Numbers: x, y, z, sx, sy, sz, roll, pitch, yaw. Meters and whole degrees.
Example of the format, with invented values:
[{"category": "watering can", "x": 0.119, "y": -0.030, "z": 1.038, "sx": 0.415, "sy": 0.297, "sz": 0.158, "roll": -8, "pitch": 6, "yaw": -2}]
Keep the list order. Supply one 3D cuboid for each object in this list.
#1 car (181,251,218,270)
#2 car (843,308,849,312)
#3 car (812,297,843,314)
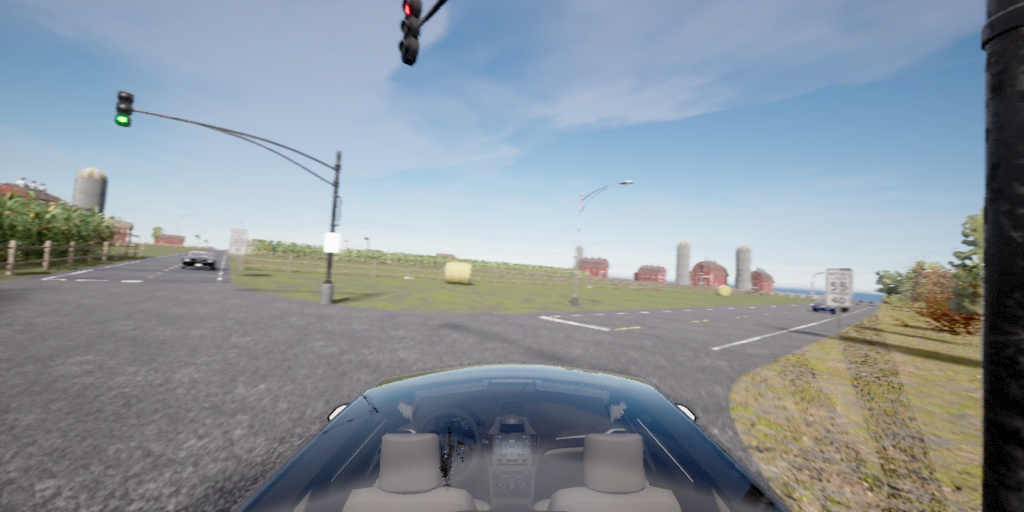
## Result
[{"category": "car", "x": -23.274, "y": 0.300, "z": 26.856, "sx": 1.895, "sy": 1.301, "sz": 4.718, "roll": 6, "pitch": -2, "yaw": -38}, {"category": "car", "x": 40.679, "y": 5.834, "z": 45.060, "sx": 5.566, "sy": 2.045, "sz": 2.150, "roll": 7, "pitch": -4, "yaw": -43}, {"category": "car", "x": 33.400, "y": 5.333, "z": 38.138, "sx": 4.181, "sy": 1.385, "sz": 1.994, "roll": 7, "pitch": -4, "yaw": -43}]
